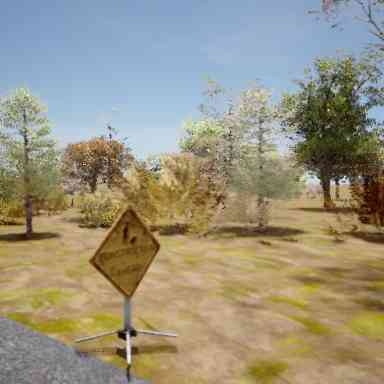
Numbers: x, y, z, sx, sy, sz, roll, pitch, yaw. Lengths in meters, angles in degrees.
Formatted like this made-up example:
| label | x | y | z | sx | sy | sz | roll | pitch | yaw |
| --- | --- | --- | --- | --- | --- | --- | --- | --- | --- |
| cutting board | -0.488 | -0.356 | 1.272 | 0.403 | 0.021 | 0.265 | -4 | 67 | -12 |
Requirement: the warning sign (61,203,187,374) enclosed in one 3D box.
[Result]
| label | x | y | z | sx | sy | sz | roll | pitch | yaw |
| --- | --- | --- | --- | --- | --- | --- | --- | --- | --- |
| warning sign | -0.890 | 1.103 | 4.560 | 1.060 | 1.860 | 1.300 | 0 | 0 | 36 |
